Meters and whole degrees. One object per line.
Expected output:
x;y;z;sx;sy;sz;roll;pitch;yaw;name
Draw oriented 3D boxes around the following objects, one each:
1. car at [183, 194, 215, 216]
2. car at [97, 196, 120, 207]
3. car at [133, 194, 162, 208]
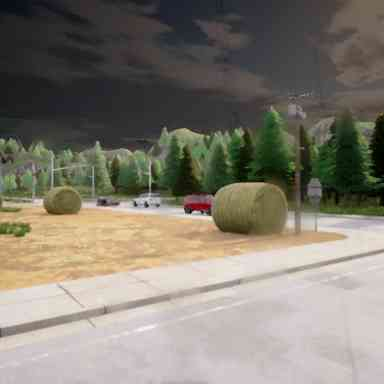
1.375;1.247;32.900;2.150;2.045;5.566;0;0;-38;car
-12.843;1.377;51.039;2.097;1.767;4.553;0;0;-38;car
-6.637;1.246;48.908;2.150;2.045;5.566;0;0;-38;car
